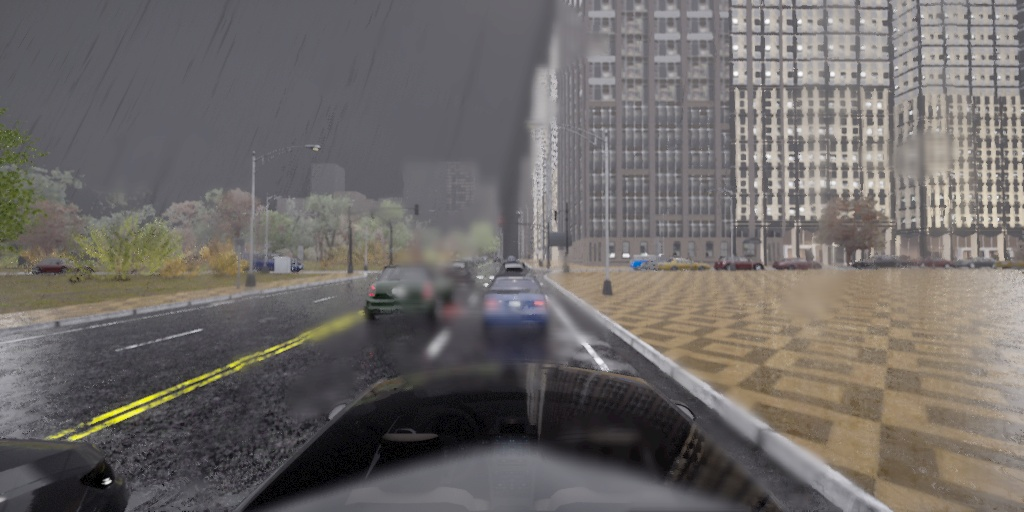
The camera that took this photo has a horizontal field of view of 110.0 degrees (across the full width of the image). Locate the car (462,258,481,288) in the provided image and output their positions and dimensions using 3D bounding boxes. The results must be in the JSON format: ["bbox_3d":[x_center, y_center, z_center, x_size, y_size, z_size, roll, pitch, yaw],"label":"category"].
[{"bbox_3d":[-3.167,1.083,21.842,1.837,1.490,4.892,0,0,0],"label":"car"}]

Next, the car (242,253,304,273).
[{"bbox_3d":[-24.004,0.776,35.948,5.566,2.045,2.150,0,-1,-1],"label":"car"}]

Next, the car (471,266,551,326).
[{"bbox_3d":[0.093,1.211,11.189,2.033,1.411,5.357,0,1,0],"label":"car"}]

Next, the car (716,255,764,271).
[{"bbox_3d":[21.711,0.692,34.248,4.097,1.591,1.967,0,0,-1],"label":"car"}]

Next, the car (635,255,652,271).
[{"bbox_3d":[16.727,0.883,39.615,4.902,1.511,2.128,0,-1,-1],"label":"car"}]

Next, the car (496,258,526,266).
[{"bbox_3d":[0.084,1.080,22.247,1.837,1.490,4.892,0,0,-2],"label":"car"}]

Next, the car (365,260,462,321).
[{"bbox_3d":[-3.160,1.007,12.159,2.097,1.767,4.553,0,0,0],"label":"car"}]

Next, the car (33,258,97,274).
[{"bbox_3d":[-44.758,1.032,35.980,4.553,1.767,2.097,0,-1,2],"label":"car"}]

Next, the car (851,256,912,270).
[{"bbox_3d":[40.799,0.874,39.885,4.718,1.301,1.895,0,-1,0],"label":"car"}]

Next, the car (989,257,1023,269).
[{"bbox_3d":[49.800,0.645,34.602,4.829,1.417,1.751,0,0,-1],"label":"car"}]

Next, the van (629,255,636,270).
[{"bbox_3d":[15.910,0.791,42.197,3.998,1.789,1.690,0,0,-1],"label":"van"}]

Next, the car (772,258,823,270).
[{"bbox_3d":[27.295,0.807,34.321,4.207,1.307,1.802,0,0,-1],"label":"car"}]

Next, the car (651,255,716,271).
[{"bbox_3d":[16.297,0.807,34.178,4.829,1.417,1.751,0,0,-1],"label":"car"}]
